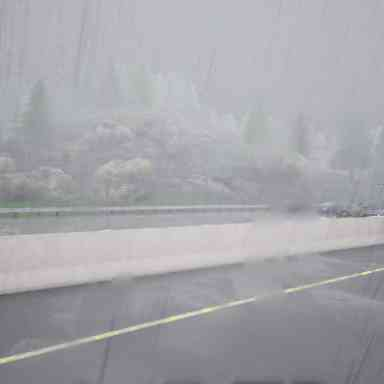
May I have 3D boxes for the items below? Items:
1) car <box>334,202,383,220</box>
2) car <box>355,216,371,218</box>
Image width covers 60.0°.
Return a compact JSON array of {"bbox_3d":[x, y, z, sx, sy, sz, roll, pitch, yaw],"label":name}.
[{"bbox_3d":[14.796,1.657,29.352,4.181,1.385,1.994,1,0,-28],"label":"car"},{"bbox_3d":[15.307,1.660,25.712,5.357,1.411,2.033,1,0,-28],"label":"car"}]
